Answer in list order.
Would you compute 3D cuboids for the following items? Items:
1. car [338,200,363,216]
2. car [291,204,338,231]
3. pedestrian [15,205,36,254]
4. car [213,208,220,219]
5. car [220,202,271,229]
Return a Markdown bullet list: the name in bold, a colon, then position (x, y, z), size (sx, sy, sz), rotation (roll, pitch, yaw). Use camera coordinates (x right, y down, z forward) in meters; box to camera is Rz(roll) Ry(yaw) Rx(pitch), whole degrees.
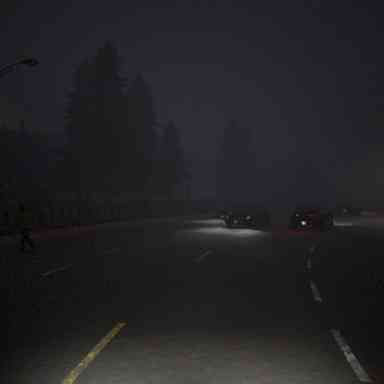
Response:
- **car**: position (15.268, 1.526, 32.314), size (1.812, 1.442, 4.674), rotation (0, 0, 34)
- **car**: position (7.673, 1.505, 21.014), size (1.837, 1.490, 4.892), rotation (0, 0, 33)
- **pedestrian**: position (-6.042, 1.294, 12.081), size (0.375, 1.860, 0.375), rotation (0, 0, 17)
- **car**: position (3.886, 1.548, 28.493), size (2.033, 1.411, 5.357), rotation (0, 0, 35)
- **car**: position (3.870, 1.526, 22.126), size (1.812, 1.442, 4.674), rotation (0, 0, 32)
